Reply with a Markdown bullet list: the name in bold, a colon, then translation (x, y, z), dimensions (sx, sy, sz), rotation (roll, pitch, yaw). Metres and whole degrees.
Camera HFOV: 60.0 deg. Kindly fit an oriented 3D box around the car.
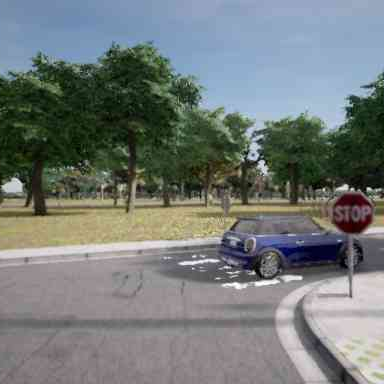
- **car**: translation (3.129, 1.485, 10.440), dimensions (4.553, 1.767, 2.097), rotation (0, -1, -23)
